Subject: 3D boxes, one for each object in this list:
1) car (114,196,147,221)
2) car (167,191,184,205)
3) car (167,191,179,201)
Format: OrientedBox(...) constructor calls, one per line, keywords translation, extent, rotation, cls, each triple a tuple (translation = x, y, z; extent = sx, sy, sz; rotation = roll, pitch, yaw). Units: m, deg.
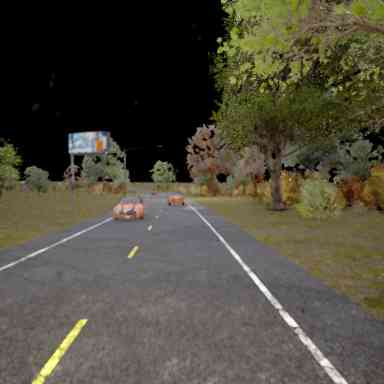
OrientedBox(translation=(-4.592, 1.132, 25.281), extent=(2.097, 1.767, 4.553), rotation=(-1, 1, -3), cls="car")
OrientedBox(translation=(-2.209, 0.841, 45.883), extent=(2.097, 1.767, 4.553), rotation=(-1, 1, -4), cls="car")
OrientedBox(translation=(-3.671, 0.641, 63.222), extent=(2.097, 1.767, 4.553), rotation=(-1, 1, -5), cls="car")
